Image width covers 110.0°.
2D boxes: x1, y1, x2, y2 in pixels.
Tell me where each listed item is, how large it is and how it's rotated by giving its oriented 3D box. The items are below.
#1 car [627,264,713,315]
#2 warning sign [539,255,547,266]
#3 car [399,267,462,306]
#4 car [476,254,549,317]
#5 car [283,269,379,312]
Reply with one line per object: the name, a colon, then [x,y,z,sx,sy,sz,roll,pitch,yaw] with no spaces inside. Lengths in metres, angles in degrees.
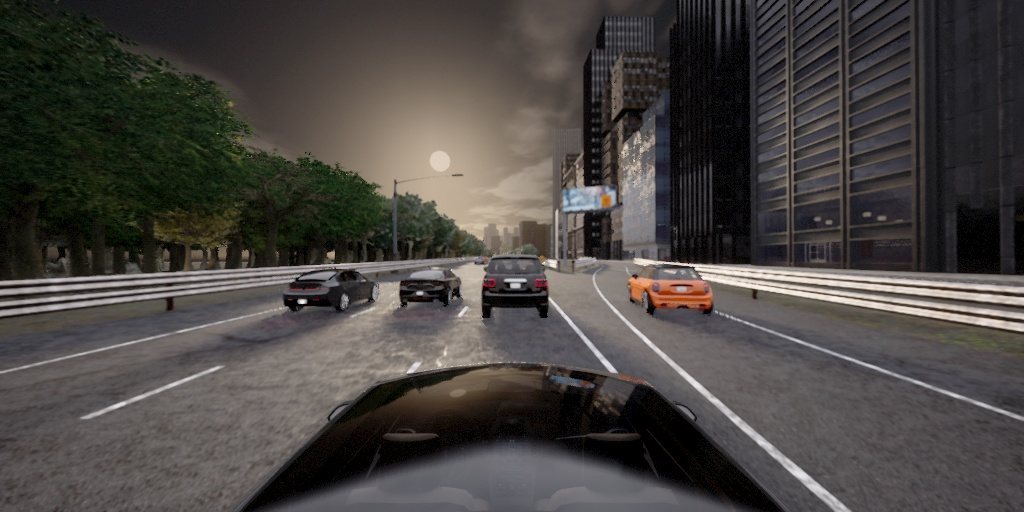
car: [5.808,1.093,13.750,2.097,1.767,4.553,0,0,8]
warning sign: [4.561,0.760,53.698,1.300,1.860,1.060,0,0,0]
car: [-3.398,1.218,15.703,1.882,1.535,5.008,0,0,0]
car: [0.103,0.964,13.261,2.150,2.045,5.566,0,0,0]
car: [-6.896,1.247,14.214,1.837,1.490,4.892,0,0,0]
